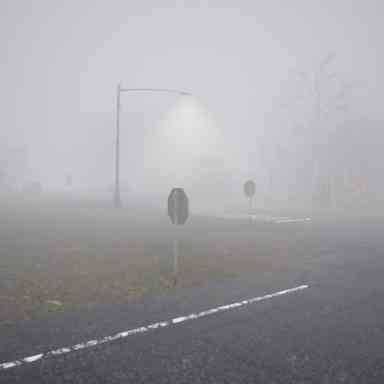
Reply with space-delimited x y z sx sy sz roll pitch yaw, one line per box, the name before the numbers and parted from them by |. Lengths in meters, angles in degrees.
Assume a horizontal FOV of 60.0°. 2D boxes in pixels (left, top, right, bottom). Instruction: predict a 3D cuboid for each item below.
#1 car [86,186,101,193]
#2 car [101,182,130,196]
car | -17.604 -0.458 59.839 1.994 1.385 4.181 0 2 -36
car | -11.557 -0.466 51.373 2.150 2.045 5.566 0 2 -36
